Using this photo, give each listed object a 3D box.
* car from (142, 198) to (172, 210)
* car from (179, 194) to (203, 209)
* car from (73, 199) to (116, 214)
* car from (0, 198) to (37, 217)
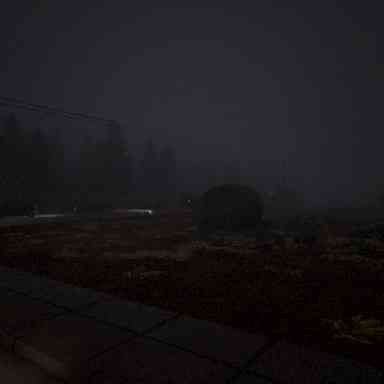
[{"bbox_3d":[-4.623,1.552,44.290,1.812,1.442,4.674,0,0,37],"label":"car"},{"bbox_3d":[0.507,1.248,45.022,2.150,2.045,5.566,0,0,37],"label":"car"},{"bbox_3d":[-10.581,1.518,36.269,2.128,1.511,4.902,0,0,37],"label":"car"},{"bbox_3d":[-16.029,1.379,28.924,2.097,1.767,4.553,0,0,37],"label":"car"}]
